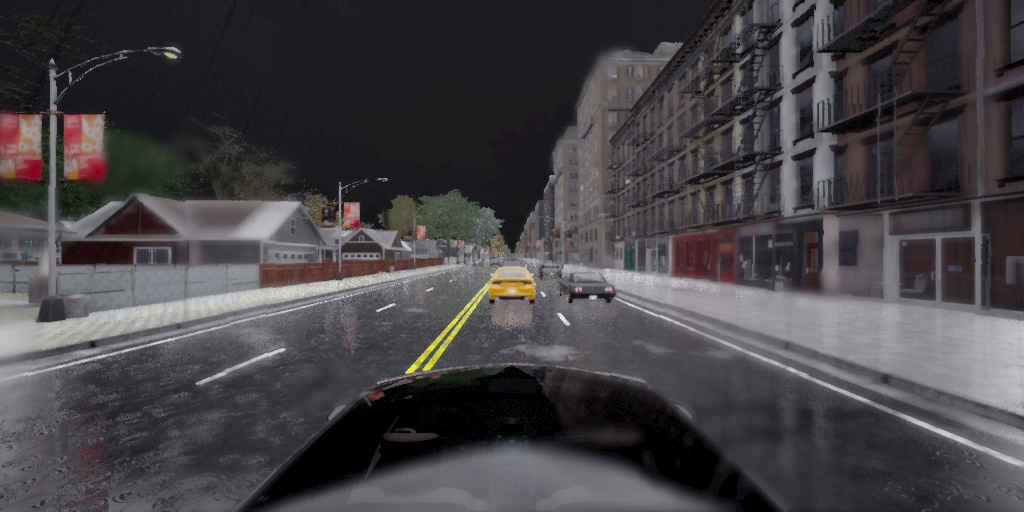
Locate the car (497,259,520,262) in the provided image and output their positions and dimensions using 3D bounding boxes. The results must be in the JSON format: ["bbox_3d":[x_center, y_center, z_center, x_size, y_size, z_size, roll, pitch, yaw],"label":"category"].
[{"bbox_3d":[0.000,1.109,31.470,2.097,1.767,4.553,0,0,0],"label":"car"}]

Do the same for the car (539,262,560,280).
[{"bbox_3d":[3.250,1.238,31.500,2.128,1.511,4.902,0,0,0],"label":"car"}]

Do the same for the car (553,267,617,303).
[{"bbox_3d":[3.250,1.364,16.530,1.895,1.301,4.718,0,0,0],"label":"car"}]

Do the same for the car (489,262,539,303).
[{"bbox_3d":[0.000,1.232,16.499,1.882,1.535,5.008,0,0,0],"label":"car"}]
